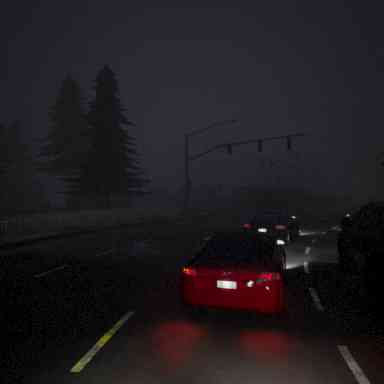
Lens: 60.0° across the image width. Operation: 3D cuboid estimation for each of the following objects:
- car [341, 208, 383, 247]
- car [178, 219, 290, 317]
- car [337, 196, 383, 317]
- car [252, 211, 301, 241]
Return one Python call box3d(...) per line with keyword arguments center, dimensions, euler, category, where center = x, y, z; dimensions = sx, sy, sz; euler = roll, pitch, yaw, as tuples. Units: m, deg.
box3d(center=(8.379, 1.564, 15.885), dimensions=(1.994, 1.385, 4.181), euler=(0, 0, 28), category="car")
box3d(center=(1.134, 1.564, 7.658), dimensions=(1.994, 1.385, 4.181), euler=(0, 0, 16), category="car")
box3d(center=(4.711, 1.221, 7.295), dimensions=(2.150, 2.045, 5.566), euler=(0, 0, 15), category="car")
box3d(center=(3.800, 1.564, 15.627), dimensions=(1.994, 1.385, 4.181), euler=(0, 0, 26), category="car")
